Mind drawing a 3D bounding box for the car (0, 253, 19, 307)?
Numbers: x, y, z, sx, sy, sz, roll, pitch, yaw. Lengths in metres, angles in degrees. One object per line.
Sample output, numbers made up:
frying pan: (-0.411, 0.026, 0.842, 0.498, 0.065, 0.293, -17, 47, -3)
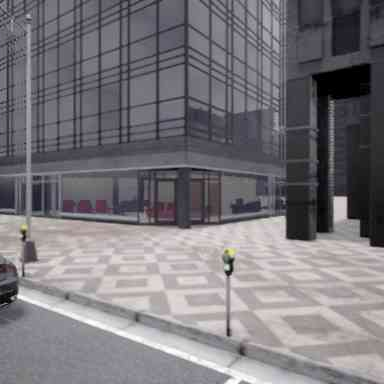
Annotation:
car: (-5.151, 1.539, 6.637, 4.403, 1.369, 2.008, 0, 0, 36)
